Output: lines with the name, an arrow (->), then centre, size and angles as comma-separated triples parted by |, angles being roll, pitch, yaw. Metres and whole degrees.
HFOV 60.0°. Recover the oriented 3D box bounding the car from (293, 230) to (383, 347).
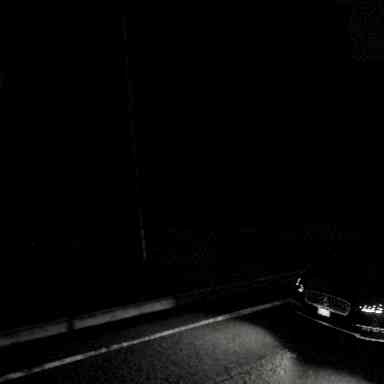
car -> 3.961, 1.476, 6.063 | 4.892, 1.490, 1.837 | 0, 0, -32
